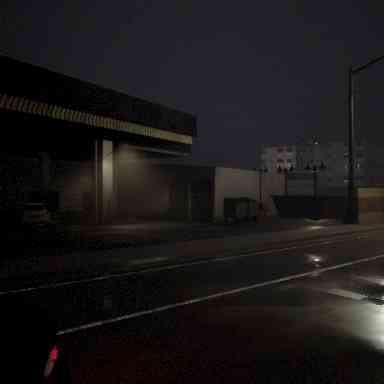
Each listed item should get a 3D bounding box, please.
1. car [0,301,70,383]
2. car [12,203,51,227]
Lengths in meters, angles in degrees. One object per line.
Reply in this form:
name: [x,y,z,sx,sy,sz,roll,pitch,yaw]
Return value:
car: [-3.195,1.491,1.678,4.902,1.511,2.128,0,0,-36]
car: [-10.675,1.456,22.009,1.970,1.475,3.806,0,0,-35]
